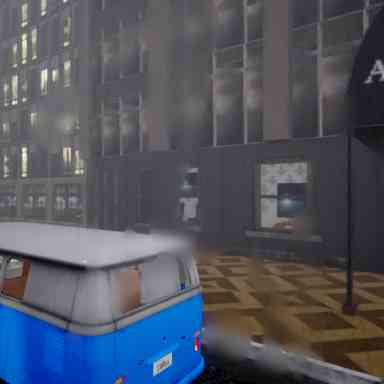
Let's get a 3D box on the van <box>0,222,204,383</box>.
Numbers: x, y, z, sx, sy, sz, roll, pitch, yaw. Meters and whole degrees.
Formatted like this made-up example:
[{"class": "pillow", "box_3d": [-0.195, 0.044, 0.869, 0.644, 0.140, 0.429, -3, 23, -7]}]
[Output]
[{"class": "van", "box_3d": [-1.774, 1.341, 4.131, 3.998, 1.788, 1.690, 0, 0, 35]}]
